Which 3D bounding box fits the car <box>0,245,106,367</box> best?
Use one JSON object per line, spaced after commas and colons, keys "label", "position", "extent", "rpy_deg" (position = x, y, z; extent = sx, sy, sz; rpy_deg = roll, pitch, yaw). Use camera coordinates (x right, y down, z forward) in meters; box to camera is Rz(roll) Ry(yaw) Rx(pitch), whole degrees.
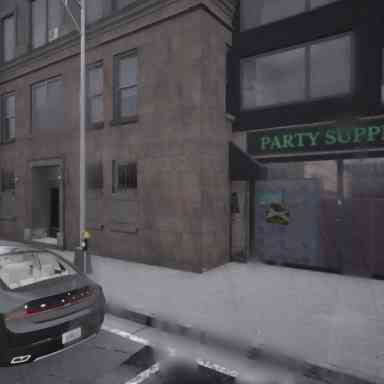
{"label": "car", "position": [-3.273, 1.551, 5.413], "extent": [4.403, 1.369, 2.008], "rpy_deg": [0, 0, 36]}
